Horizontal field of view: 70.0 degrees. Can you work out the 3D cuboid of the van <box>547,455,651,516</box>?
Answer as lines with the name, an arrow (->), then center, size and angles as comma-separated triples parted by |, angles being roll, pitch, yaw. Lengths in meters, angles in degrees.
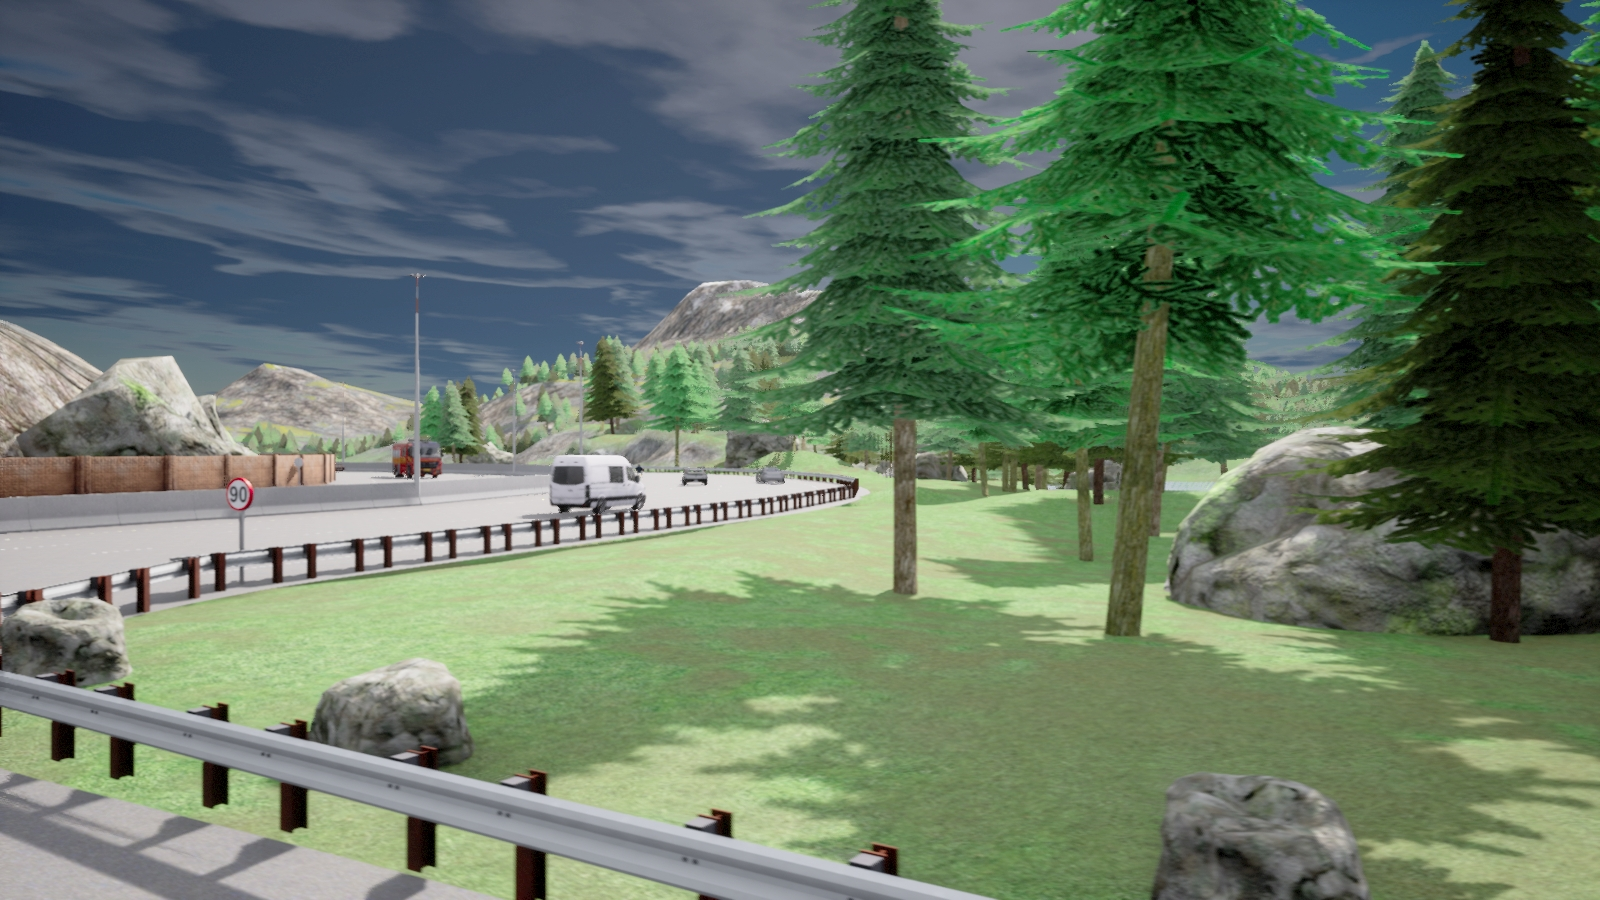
van -> -9.013, 1.522, 51.802 | 1.988, 2.561, 5.915 | 0, 0, 19
